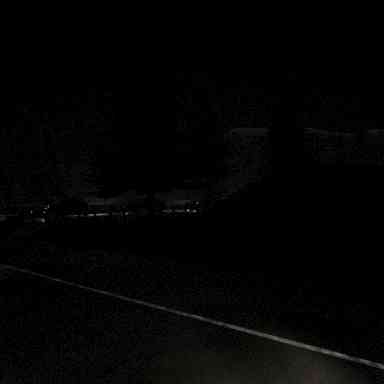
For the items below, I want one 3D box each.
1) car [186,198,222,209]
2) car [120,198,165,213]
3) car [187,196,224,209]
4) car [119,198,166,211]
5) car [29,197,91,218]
[{"bbox_3d":[1.668,1.514,45.751,4.718,1.301,1.895,0,0,-35],"label":"car"},{"bbox_3d":[-5.147,1.406,35.766,4.902,1.511,2.128,0,0,-42],"label":"car"},{"bbox_3d":[1.779,1.276,41.503,4.553,1.767,2.097,0,0,-35],"label":"car"},{"bbox_3d":[-5.898,1.448,39.863,5.357,1.411,2.033,0,0,-42],"label":"car"},{"bbox_3d":[-11.353,1.260,29.351,2.097,1.767,4.553,0,0,41],"label":"car"}]
